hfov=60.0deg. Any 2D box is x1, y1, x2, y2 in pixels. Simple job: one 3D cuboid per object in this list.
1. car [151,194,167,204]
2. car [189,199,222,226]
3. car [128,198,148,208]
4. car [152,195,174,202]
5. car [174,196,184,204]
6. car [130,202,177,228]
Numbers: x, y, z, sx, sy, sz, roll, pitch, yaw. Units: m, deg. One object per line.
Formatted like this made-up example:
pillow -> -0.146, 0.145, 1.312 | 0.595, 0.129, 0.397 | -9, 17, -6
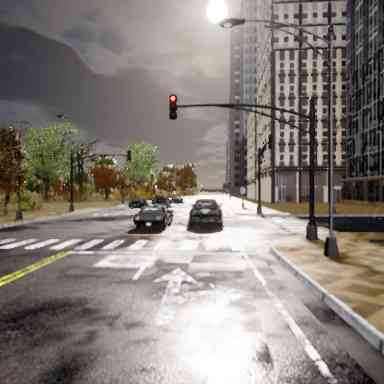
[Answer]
car -> -5.936, 1.261, 60.373 | 2.097, 1.767, 4.553 | 0, 0, 5
car -> 0.989, 1.278, 22.663 | 2.097, 1.767, 4.553 | 0, 0, 4
car -> -7.223, 1.491, 44.986 | 1.994, 1.385, 4.181 | 0, 0, 5
car -> -3.995, 1.433, 44.588 | 1.837, 1.490, 4.892 | 0, 0, 5
car -> -2.670, 1.474, 60.447 | 1.994, 1.385, 4.181 | 0, 0, 5
car -> -2.351, 1.545, 21.476 | 1.895, 1.301, 4.718 | 0, 0, 4
